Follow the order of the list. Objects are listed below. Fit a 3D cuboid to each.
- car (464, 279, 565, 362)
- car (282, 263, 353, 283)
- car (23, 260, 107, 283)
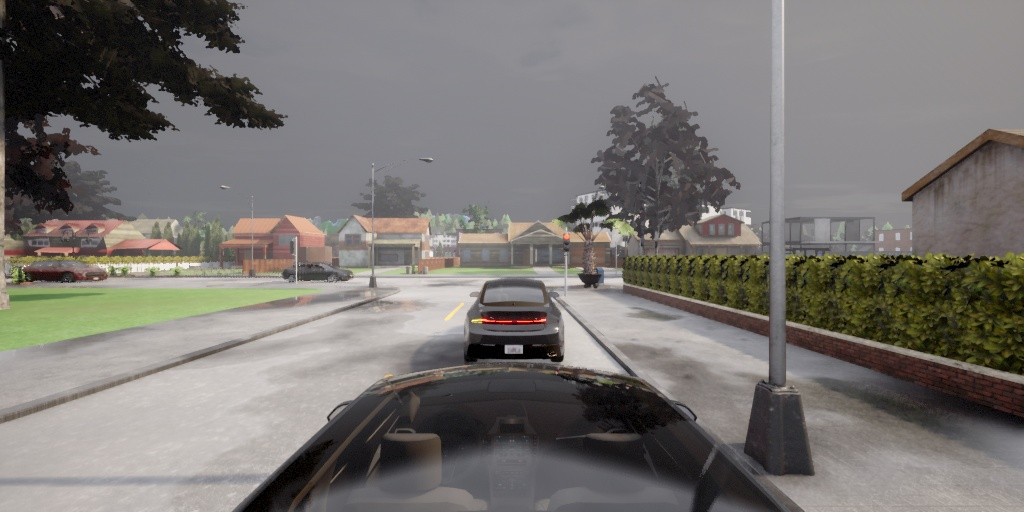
[{"bbox_3d":[0.052,1.255,8.187,1.837,1.490,4.892,0,0,1],"label":"car"},{"bbox_3d":[-14.443,1.255,26.803,4.892,1.490,1.837,0,0,0],"label":"car"},{"bbox_3d":[-33.354,1.102,26.814,4.553,1.767,2.097,0,0,0],"label":"car"}]
